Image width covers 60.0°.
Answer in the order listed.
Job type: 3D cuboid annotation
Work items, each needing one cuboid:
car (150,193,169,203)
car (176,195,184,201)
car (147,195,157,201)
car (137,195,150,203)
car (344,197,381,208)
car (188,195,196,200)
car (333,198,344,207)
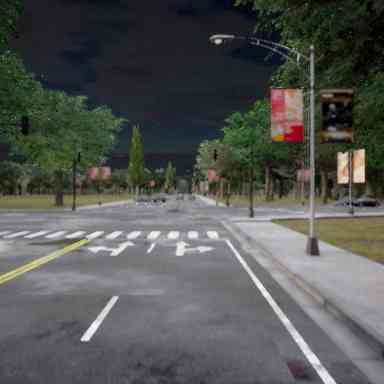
[{"bbox_3d":[-6.512,1.197,66.852,2.150,2.045,5.566,0,0,0],"label":"car"},{"bbox_3d":[-3.262,1.507,88.870,2.128,1.511,4.902,0,0,0],"label":"car"},{"bbox_3d":[-9.761,1.483,82.094,1.837,1.490,4.892,0,0,0],"label":"car"},{"bbox_3d":[-9.762,1.331,66.869,2.097,1.767,4.553,0,0,0],"label":"car"},{"bbox_3d":[25.038,1.543,48.301,5.008,1.535,1.882,0,0,-23],"label":"car"},{"bbox_3d":[-0.012,1.507,88.870,2.128,1.511,4.902,0,0,0],"label":"car"},{"bbox_3d":[24.049,1.572,51.401,4.902,1.511,2.128,0,0,-22],"label":"car"}]
